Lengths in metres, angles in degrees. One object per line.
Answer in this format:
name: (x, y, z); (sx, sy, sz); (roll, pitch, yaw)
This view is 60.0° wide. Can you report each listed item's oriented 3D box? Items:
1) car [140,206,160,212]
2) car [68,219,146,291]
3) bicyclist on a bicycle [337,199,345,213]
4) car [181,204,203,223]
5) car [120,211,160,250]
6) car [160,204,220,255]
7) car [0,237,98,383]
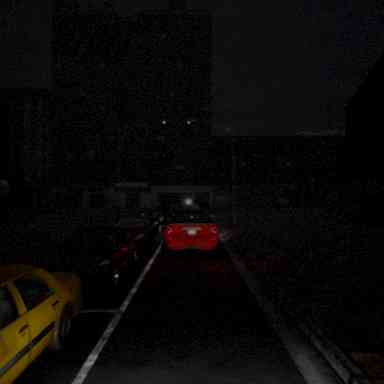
car: (-2.650, 1.763, 20.208); (1.947, 1.339, 4.313); (0, -1, 0)
car: (-2.645, 1.657, 9.304); (1.947, 1.339, 4.313); (0, -1, 0)
bicyclist on a bicycle: (17.338, 1.652, 38.807); (0.582, 1.620, 1.656); (0, -1, 0)
car: (-0.004, 1.812, 29.363); (1.812, 1.442, 4.674); (0, 0, 0)
car: (-2.647, 1.726, 14.755); (1.802, 1.307, 4.206); (0, -1, 0)
car: (-0.005, 1.488, 14.063); (2.097, 1.767, 4.553); (0, -1, 0)
car: (-2.642, 1.562, 3.682); (1.752, 1.417, 4.829); (0, -1, 0)
